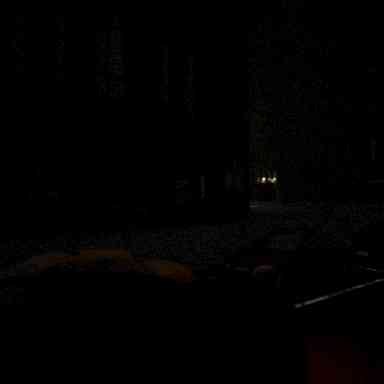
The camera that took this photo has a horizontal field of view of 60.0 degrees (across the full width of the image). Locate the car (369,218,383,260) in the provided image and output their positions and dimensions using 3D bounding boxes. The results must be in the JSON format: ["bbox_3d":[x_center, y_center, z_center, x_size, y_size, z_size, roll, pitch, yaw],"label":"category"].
[{"bbox_3d":[7.189,1.587,11.775,4.313,1.339,1.947,0,0,-35],"label":"car"}]

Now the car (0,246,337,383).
[{"bbox_3d":[-1.213,1.478,2.513,5.008,1.535,1.882,0,0,-35],"label":"car"}]

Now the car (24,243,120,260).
[{"bbox_3d":[-2.129,1.528,5.133,4.829,1.417,1.752,0,0,-35],"label":"car"}]

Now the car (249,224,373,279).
[{"bbox_3d":[2.599,1.594,8.503,4.206,1.307,1.802,0,0,-35],"label":"car"}]
